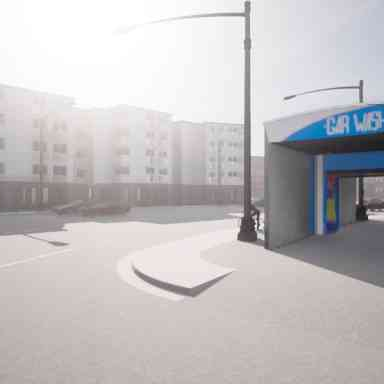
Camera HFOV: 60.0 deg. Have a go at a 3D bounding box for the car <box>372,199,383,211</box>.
[{"bbox_3d":[22.009,1.526,39.913,4.674,1.442,1.812,0,0,-18],"label":"car"}]

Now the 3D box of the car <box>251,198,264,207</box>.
[{"bbox_3d":[9.563,1.525,46.887,4.674,1.442,1.812,0,0,-22],"label":"car"}]

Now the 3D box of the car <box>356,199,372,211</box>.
[{"bbox_3d":[15.684,1.601,34.084,4.718,1.301,1.895,0,0,-22],"label":"car"}]

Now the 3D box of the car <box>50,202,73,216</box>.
[{"bbox_3d":[-10.858,1.547,32.363,2.033,1.411,5.357,0,0,41],"label":"car"}]

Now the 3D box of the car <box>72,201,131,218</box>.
[{"bbox_3d":[-8.015,1.601,30.263,1.895,1.301,4.718,0,0,42],"label":"car"}]

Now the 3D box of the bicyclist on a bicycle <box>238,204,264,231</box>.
[{"bbox_3d":[3.233,1.301,18.267,1.656,1.620,0.582,0,0,38],"label":"bicyclist on a bicycle"}]
